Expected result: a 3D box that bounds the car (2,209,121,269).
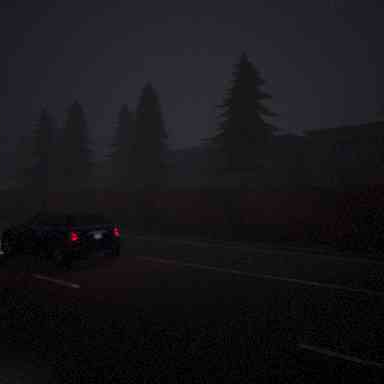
[{"bbox_3d":[-4.619,1.383,11.528,4.553,1.767,2.097,0,0,36],"label":"car"}]
